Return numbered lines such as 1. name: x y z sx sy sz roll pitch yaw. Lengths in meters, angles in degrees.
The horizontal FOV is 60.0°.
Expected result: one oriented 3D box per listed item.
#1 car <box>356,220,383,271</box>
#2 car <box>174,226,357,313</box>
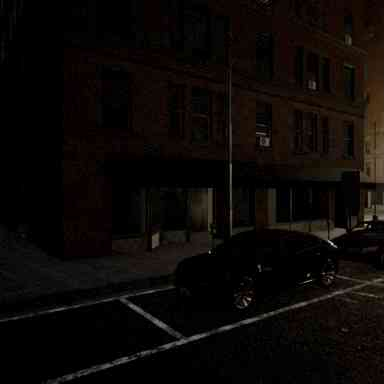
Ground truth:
1. car: 6.135 1.582 10.876 4.206 1.307 1.802 0 0 -35
2. car: 1.648 1.566 7.693 4.313 1.339 1.947 0 0 -35
